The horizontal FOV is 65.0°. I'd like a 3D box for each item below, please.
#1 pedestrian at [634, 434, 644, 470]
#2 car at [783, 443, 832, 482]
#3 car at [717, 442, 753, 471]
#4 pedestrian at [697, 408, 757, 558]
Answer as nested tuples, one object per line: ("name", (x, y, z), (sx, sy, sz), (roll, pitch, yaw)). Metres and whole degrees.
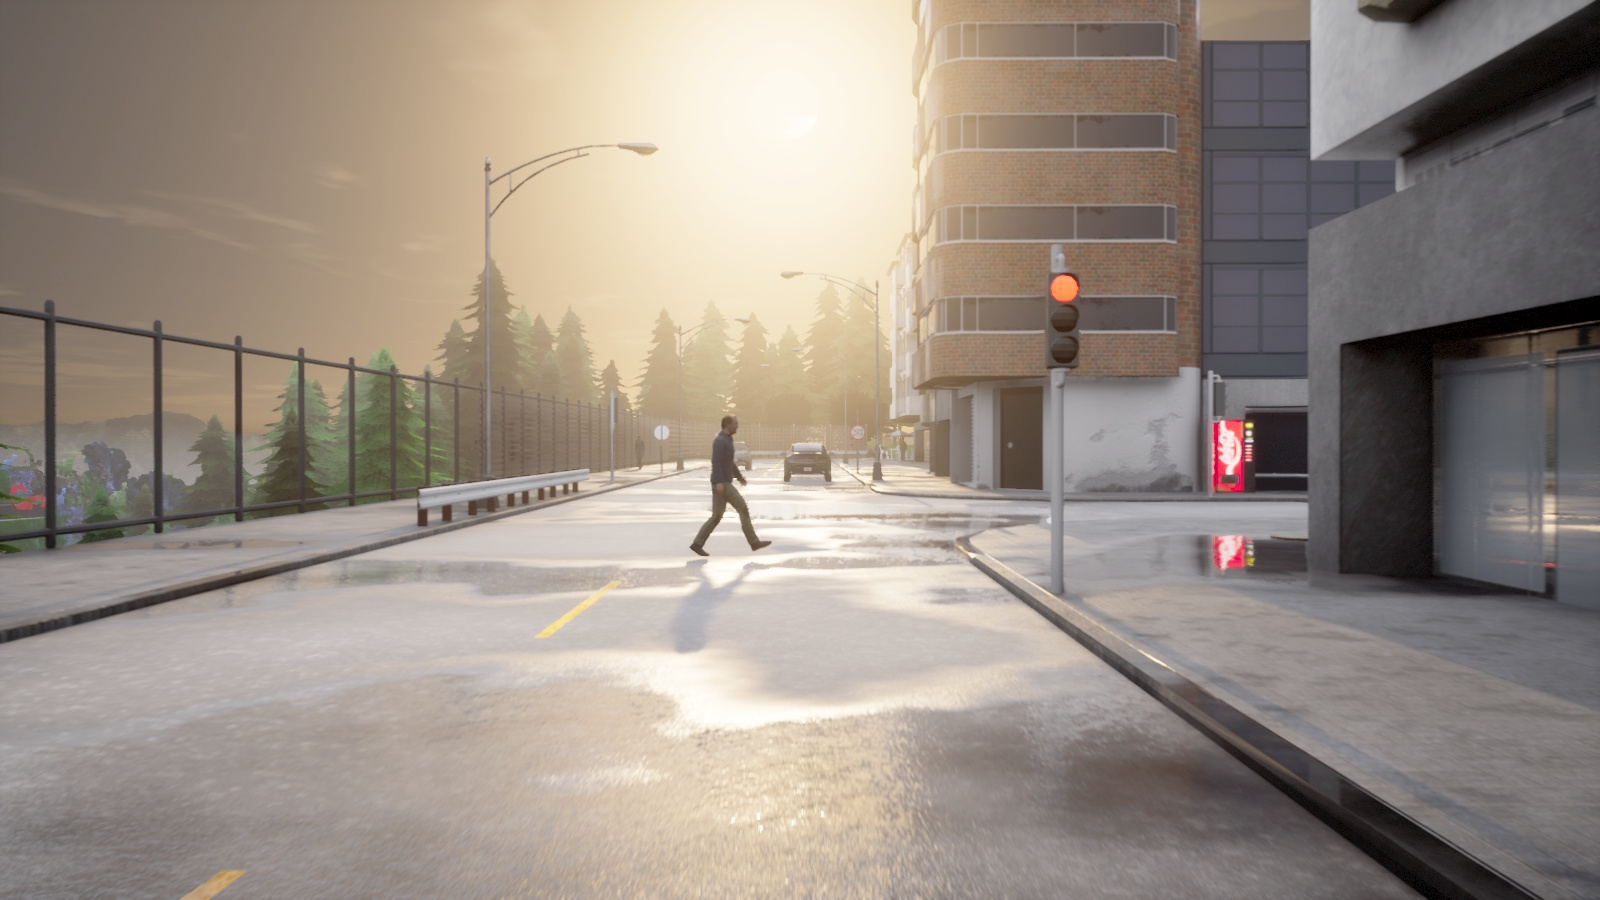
("pedestrian", (-8.340, 0.083, 65.077), (0.353, 1.847, 0.614), (0, 0, 12))
("car", (0.306, 0.469, 50.093), (1.837, 1.490, 4.892), (0, 0, 0))
("car", (-3.575, 0.330, 69.489), (1.789, 1.549, 3.705), (0, 0, 0))
("pedestrian", (-0.905, 0.405, 15.693), (0.726, 1.842, 0.402), (0, 0, 1))
